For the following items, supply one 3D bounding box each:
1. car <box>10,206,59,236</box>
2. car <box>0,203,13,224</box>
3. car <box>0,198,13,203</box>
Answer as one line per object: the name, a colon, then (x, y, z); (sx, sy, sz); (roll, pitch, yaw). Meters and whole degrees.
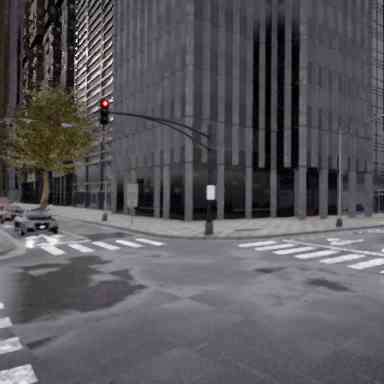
car: (-9.568, 1.802, 20.339); (1.994, 1.385, 4.181); (1, -1, -35)
car: (-15.293, 1.891, 28.372); (1.994, 1.385, 4.181); (1, -1, -36)
car: (-21.194, 1.649, 36.704); (2.150, 2.045, 5.566); (1, -1, -36)
